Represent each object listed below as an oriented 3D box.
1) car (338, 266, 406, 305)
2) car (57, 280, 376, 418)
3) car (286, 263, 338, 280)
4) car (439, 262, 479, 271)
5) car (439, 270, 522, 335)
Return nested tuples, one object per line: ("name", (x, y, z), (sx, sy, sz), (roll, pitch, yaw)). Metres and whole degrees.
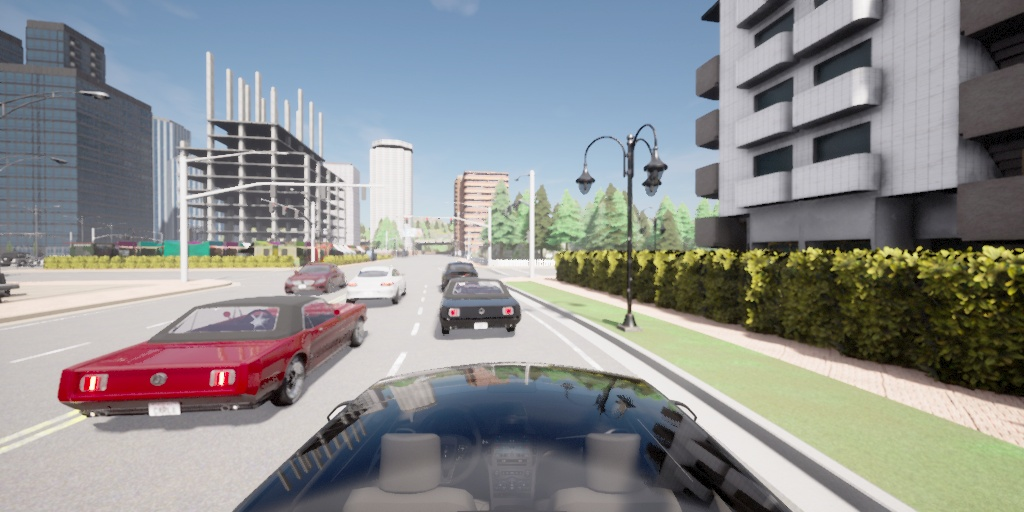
("car", (-5.492, 1.133, 14.865), (1.812, 1.442, 4.674), (0, 1, -11))
("car", (-3.927, 1.304, 5.988), (1.895, 1.301, 4.718), (0, 1, -7))
("car", (-9.858, 1.094, 18.329), (1.812, 1.442, 4.674), (0, 1, -12))
("car", (-2.848, 1.064, 19.391), (1.837, 1.490, 4.892), (0, 1, -12))
("car", (-1.061, 1.259, 10.262), (1.895, 1.301, 4.718), (0, 1, -10))
